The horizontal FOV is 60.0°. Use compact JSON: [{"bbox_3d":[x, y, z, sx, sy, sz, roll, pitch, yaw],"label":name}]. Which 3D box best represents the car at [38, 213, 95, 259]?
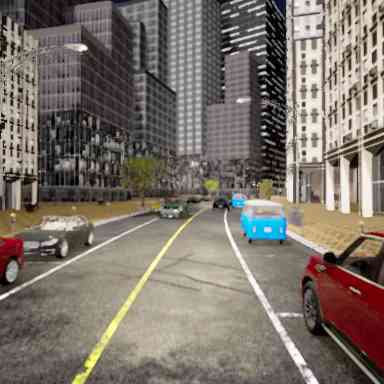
[{"bbox_3d":[-4.997,1.518,12.459,2.008,1.369,4.403,1,0,2],"label":"car"}]

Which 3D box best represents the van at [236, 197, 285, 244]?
[{"bbox_3d":[3.175,1.300,15.299,1.690,1.788,3.998,1,0,3],"label":"van"}]

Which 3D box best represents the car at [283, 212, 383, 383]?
[{"bbox_3d":[2.764,1.308,3.597,2.192,1.841,5.009,1,0,2],"label":"car"}]

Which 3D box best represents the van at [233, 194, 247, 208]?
[{"bbox_3d":[6.212,1.205,44.609,1.690,1.788,3.998,1,0,9],"label":"van"}]

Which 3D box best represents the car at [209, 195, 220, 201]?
[{"bbox_3d":[5.460,1.361,79.880,1.802,1.307,4.206,1,0,15],"label":"car"}]

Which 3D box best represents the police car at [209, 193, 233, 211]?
[{"bbox_3d":[3.428,1.312,38.565,1.930,1.638,5.238,0,0,7],"label":"police car"}]

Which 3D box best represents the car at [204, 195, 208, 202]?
[{"bbox_3d":[2.704,1.376,68.874,1.947,1.339,4.313,1,0,13],"label":"car"}]

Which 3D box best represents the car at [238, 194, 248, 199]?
[{"bbox_3d":[13.598,1.271,89.048,1.895,1.301,4.718,0,0,18],"label":"car"}]

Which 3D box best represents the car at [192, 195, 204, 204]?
[{"bbox_3d":[0.340,1.409,57.720,1.947,1.339,4.313,1,0,11],"label":"car"}]

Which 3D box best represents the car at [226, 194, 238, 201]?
[{"bbox_3d":[8.669,1.113,71.289,1.882,1.535,5.008,0,0,14],"label":"car"}]

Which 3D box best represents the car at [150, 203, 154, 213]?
[{"bbox_3d":[-3.180,1.432,34.976,1.752,1.417,4.829,1,0,6],"label":"car"}]

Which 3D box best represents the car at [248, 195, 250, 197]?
[{"bbox_3d":[10.712,1.310,67.910,1.752,1.417,4.829,1,0,13],"label":"car"}]

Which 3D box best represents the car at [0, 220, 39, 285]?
[{"bbox_3d":[-5.194,1.526,6.771,1.887,1.381,4.507,1,0,1],"label":"car"}]

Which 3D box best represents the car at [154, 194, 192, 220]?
[{"bbox_3d":[-1.442,1.276,27.596,2.097,1.767,4.553,0,0,6],"label":"car"}]

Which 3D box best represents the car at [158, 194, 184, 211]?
[{"bbox_3d":[-2.444,1.205,40.765,2.192,1.841,5.009,1,0,8],"label":"car"}]
